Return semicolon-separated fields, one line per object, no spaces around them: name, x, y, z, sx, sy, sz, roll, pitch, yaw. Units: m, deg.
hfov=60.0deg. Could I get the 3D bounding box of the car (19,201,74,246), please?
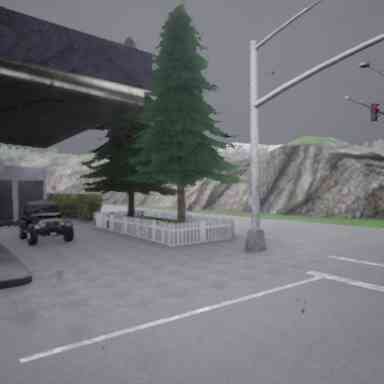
car;-7.235;1.430;16.338;1.905;1.878;3.866;-1;1;-36
